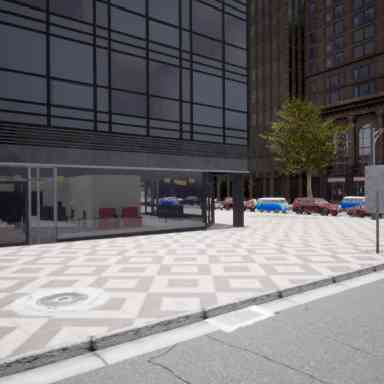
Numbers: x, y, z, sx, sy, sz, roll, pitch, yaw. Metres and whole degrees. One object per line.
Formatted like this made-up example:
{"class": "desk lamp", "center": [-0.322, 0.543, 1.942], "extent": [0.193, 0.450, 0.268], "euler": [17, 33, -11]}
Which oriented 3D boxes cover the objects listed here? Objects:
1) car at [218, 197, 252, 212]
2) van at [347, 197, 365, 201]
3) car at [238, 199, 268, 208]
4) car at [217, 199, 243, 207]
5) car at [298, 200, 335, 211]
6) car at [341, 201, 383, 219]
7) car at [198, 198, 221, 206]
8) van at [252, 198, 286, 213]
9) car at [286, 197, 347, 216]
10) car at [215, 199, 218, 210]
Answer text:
{"class": "car", "center": [6.169, 1.627, 43.680], "extent": [2.192, 1.841, 5.009], "euler": [-1, 0, -35]}
{"class": "van", "center": [19.692, 1.457, 39.364], "extent": [1.690, 1.788, 3.998], "euler": [-1, 0, -35]}
{"class": "car", "center": [9.731, 1.804, 53.393], "extent": [1.752, 1.417, 4.829], "euler": [-1, 0, -35]}
{"class": "car", "center": [6.540, 1.873, 57.884], "extent": [1.887, 1.381, 4.507], "euler": [-1, 0, -35]}
{"class": "car", "center": [16.408, 1.737, 43.995], "extent": [1.947, 1.339, 4.313], "euler": [-1, 0, -35]}
{"class": "car", "center": [16.043, 1.728, 29.790], "extent": [1.802, 1.307, 4.206], "euler": [-1, 0, -35]}
{"class": "car", "center": [3.252, 1.930, 62.513], "extent": [2.008, 1.369, 4.403], "euler": [-1, 0, -35]}
{"class": "van", "center": [9.458, 1.600, 39.050], "extent": [1.690, 1.788, 3.998], "euler": [-1, 0, -35]}
{"class": "car", "center": [12.747, 1.518, 34.419], "extent": [2.192, 1.841, 5.009], "euler": [-1, 0, -35]}
{"class": "car", "center": [2.884, 1.915, 48.311], "extent": [2.008, 1.369, 4.403], "euler": [-1, 0, -35]}
